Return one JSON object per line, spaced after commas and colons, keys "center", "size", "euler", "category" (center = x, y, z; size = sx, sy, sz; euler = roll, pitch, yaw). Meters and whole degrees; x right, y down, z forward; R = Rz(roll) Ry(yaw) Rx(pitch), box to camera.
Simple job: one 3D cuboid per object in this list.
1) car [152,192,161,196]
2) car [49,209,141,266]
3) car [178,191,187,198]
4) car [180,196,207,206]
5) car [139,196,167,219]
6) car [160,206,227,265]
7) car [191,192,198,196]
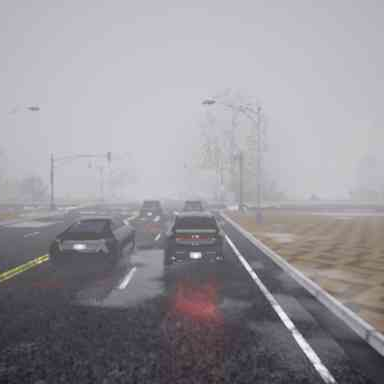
{"center": [-9.236, 0.800, 86.742], "size": [2.097, 1.767, 4.553], "euler": [0, 0, 1], "category": "car"}
{"center": [-3.150, 1.499, 11.321], "size": [1.994, 1.385, 4.181], "euler": [0, 0, 0], "category": "car"}
{"center": [-2.666, 0.638, 90.748], "size": [2.150, 2.045, 5.566], "euler": [0, 0, 1], "category": "car"}
{"center": [0.102, 1.346, 26.995], "size": [1.837, 1.490, 4.892], "euler": [0, 0, 0], "category": "car"}
{"center": [-3.177, 1.346, 27.087], "size": [1.837, 1.490, 4.892], "euler": [0, 1, -1], "category": "car"}
{"center": [0.101, 1.439, 11.349], "size": [1.837, 1.490, 4.892], "euler": [0, 0, 0], "category": "car"}
{"center": [0.589, 0.935, 91.047], "size": [1.812, 1.442, 4.674], "euler": [0, 0, 1], "category": "car"}
